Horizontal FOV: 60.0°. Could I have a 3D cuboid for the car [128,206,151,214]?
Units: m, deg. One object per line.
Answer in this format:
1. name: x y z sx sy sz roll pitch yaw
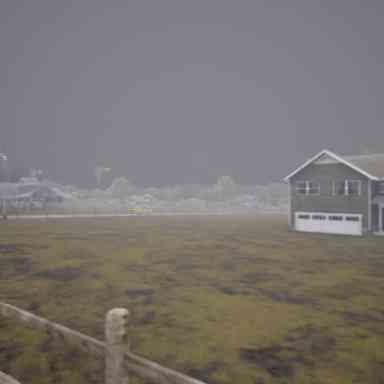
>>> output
1. car: -9.932 3.414 63.148 1.882 1.535 5.008 0 -3 36
